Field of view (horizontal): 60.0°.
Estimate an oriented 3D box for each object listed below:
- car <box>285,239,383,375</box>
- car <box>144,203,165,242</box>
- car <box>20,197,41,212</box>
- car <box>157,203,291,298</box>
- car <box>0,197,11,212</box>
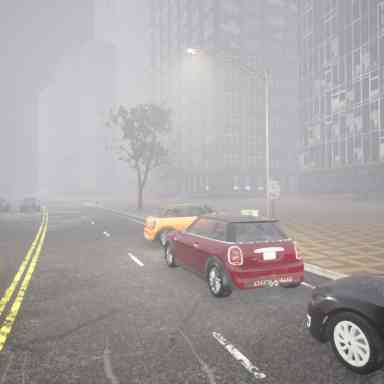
[{"bbox_3d":[3.584,1.505,3.473,1.837,1.490,4.892,0,0,-36],"label":"car"},{"bbox_3d":[0.221,1.277,14.642,4.553,1.767,2.097,-3,1,-18],"label":"car"},{"bbox_3d":[-19.109,1.392,39.331,2.097,1.767,4.553,0,0,-24],"label":"car"},{"bbox_3d":[0.812,1.355,8.925,2.097,1.767,4.553,0,0,-23],"label":"car"},{"bbox_3d":[-22.069,1.389,37.989,2.097,1.767,4.553,0,0,-24],"label":"car"}]
